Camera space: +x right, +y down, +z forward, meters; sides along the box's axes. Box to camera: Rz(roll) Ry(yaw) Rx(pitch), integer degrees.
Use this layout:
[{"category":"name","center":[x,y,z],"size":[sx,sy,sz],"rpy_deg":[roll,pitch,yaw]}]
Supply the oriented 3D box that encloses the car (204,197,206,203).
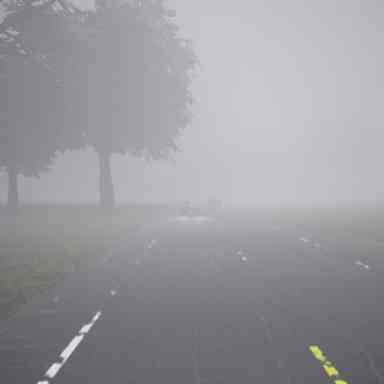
[{"category":"car","center":[3.570,1.461,68.146],"size":[1.812,1.442,4.674],"rpy_deg":[0,0,0]}]

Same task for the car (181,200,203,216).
[{"category":"car","center":[-0.066,1.507,32.178],"size":[1.812,1.442,4.674],"rpy_deg":[0,0,0]}]

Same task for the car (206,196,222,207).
[{"category":"car","center":[3.640,1.503,51.369],"size":[2.033,1.411,5.357],"rpy_deg":[0,0,0]}]
